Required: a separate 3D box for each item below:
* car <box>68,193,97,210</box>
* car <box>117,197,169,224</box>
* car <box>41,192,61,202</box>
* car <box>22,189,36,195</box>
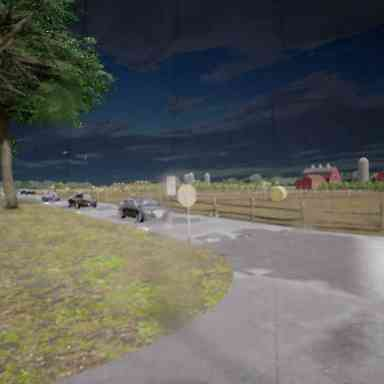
[{"bbox_3d":[-11.056,0.846,33.390,1.882,1.535,5.008,-2,2,-33],"label":"car"},{"bbox_3d":[-3.238,1.084,21.456,2.128,1.511,4.902,-2,2,-33],"label":"car"},{"bbox_3d":[-20.134,0.664,47.410,1.812,1.442,4.674,-2,2,-33],"label":"car"},{"bbox_3d":[-40.741,0.067,83.878,1.882,1.535,5.008,-2,1,-33],"label":"car"}]
